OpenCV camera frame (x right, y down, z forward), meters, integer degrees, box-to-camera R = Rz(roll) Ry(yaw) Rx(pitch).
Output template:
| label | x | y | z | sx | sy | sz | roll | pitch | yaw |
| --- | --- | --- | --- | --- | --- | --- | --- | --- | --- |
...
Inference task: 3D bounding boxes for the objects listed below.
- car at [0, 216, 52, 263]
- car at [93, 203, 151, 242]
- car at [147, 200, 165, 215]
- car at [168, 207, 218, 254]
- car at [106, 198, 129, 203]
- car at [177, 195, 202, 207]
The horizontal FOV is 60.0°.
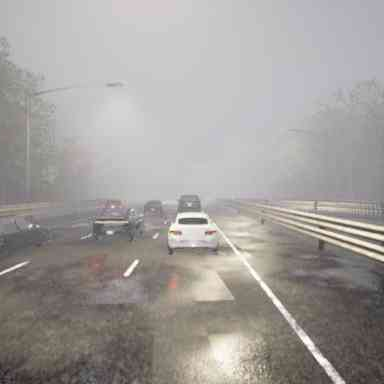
| label | x | y | z | sx | sy | sz | roll | pitch | yaw |
| --- | --- | --- | --- | --- | --- | --- | --- | --- | --- |
| car | -6.962 | 1.559 | 11.990 | 2.033 | 1.411 | 5.357 | 0 | 0 | -1 |
| car | -3.510 | 1.508 | 16.565 | 2.128 | 1.511 | 4.902 | 0 | 0 | -1 |
| car | -3.813 | 1.523 | 34.238 | 1.882 | 1.535 | 5.008 | 0 | 0 | -1 |
| car | 0.024 | 1.537 | 13.461 | 1.812 | 1.442 | 4.674 | 0 | 0 | -1 |
| car | -7.276 | 1.395 | 32.451 | 2.097 | 1.767 | 4.553 | 0 | 0 | -1 |
| car | -0.257 | 1.261 | 31.814 | 2.150 | 2.045 | 5.566 | 0 | 0 | -1 |
